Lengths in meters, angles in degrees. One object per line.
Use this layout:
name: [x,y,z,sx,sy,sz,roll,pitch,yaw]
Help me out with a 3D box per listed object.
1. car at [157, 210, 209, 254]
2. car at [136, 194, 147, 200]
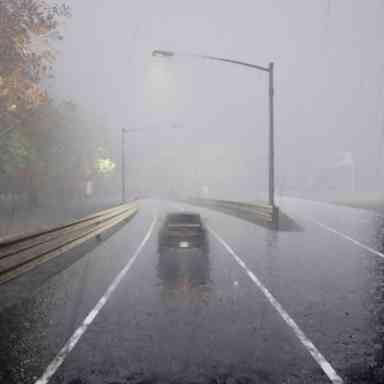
car: [-0.372,1.498,13.551,1.837,1.490,4.892,0,0,-3]
car: [-13.428,1.409,90.437,1.837,1.490,4.892,0,0,-17]
